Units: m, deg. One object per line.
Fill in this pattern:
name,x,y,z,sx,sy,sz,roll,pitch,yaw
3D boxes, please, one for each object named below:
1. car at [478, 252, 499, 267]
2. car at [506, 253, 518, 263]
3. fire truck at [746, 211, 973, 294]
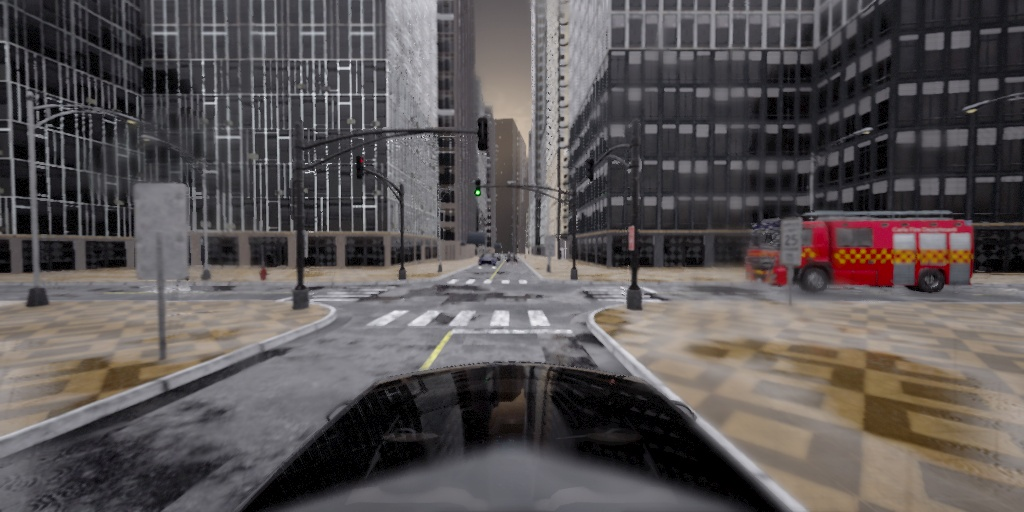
car,-3.075,0.420,45.291,2.097,1.767,4.553,0,1,0
car,0.001,0.361,60.747,1.812,1.442,4.674,0,1,0
fire truck,16.693,-0.209,17.745,8.468,3.827,2.891,0,2,4
